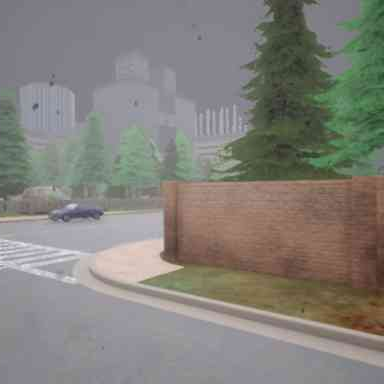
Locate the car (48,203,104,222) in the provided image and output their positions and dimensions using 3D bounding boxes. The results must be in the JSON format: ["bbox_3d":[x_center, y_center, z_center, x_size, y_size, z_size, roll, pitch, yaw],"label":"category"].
[{"bbox_3d":[-9.395,1.602,27.263,1.812,1.442,4.674,0,0,35],"label":"car"}]
